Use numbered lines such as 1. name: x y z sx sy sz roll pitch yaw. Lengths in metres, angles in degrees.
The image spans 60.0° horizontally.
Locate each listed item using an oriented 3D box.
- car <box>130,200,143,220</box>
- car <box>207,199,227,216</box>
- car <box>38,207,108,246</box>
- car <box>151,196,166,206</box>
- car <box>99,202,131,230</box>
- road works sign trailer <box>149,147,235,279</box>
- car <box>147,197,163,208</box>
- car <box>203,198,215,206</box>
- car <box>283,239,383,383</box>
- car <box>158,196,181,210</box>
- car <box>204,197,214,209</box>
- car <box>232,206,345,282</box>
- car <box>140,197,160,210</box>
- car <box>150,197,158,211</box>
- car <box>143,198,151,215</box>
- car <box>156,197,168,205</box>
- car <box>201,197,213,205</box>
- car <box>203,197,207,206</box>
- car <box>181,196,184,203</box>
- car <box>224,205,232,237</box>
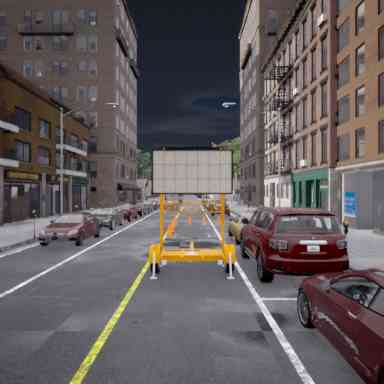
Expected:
1. car: -5.367 1.543 26.182 1.887 1.381 4.507 0 0 0
2. car: 2.663 1.581 31.698 1.802 1.307 4.206 0 0 0
3. car: -5.375 1.581 15.144 1.802 1.307 4.206 0 0 0
4. car: -5.345 1.451 53.775 1.967 1.590 4.097 0 0 0
5. car: -5.371 1.550 20.663 2.008 1.369 4.403 0 0 0
6. road works sign trailer: 0.008 0.464 9.995 2.380 3.560 2.880 0 0 0
7. car: -5.350 1.532 48.086 1.752 1.417 4.829 0 0 0
8. car: 2.680 1.593 53.771 1.802 1.307 4.206 0 0 0
9. car: 2.641 1.582 4.107 1.802 1.307 4.206 0 0 0
10. car: -2.814 1.355 42.467 2.097 1.767 4.553 0 0 0
11. car: 2.667 1.582 37.216 1.802 1.307 4.206 0 0 0
12. car: 2.645 1.314 9.625 2.192 1.841 5.009 0 0 0
13. car: -5.354 1.443 42.738 1.967 1.590 4.097 0 0 0
14. car: -5.358 1.551 37.219 2.008 1.369 4.403 0 0 0
15. car: -5.362 1.565 31.701 1.947 1.339 4.313 0 0 0
16. car: -5.341 1.597 59.294 1.802 1.307 4.206 0 0 0
17. car: 2.685 1.581 59.289 1.947 1.339 4.313 0 0 0
18. car: 2.671 1.528 42.905 1.752 1.417 4.829 0 0 0
19. car: -2.699 1.525 64.404 1.837 1.490 4.892 0 0 0
20. car: 2.645 1.524 15.311 1.752 1.417 4.829 0 0 0
